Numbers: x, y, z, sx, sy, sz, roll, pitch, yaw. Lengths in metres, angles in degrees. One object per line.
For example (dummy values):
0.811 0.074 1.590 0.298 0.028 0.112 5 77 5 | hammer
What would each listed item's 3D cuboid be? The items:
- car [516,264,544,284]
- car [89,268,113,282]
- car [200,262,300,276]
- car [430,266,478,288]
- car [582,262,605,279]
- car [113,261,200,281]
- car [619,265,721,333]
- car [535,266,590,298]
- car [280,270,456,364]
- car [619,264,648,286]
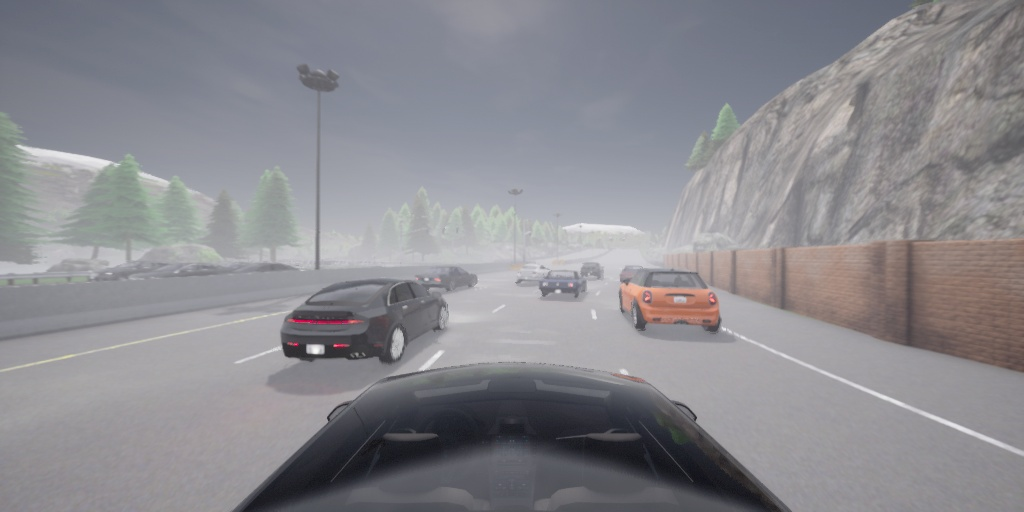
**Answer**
1.674 1.298 26.739 1.812 1.442 4.674 0 0 18 | car
-24.880 1.072 24.176 2.128 1.511 4.902 0 0 15 | car
-14.857 1.155 21.080 1.837 1.490 4.892 0 0 15 | car
-3.767 1.278 21.174 2.033 1.411 5.357 0 0 17 | car
7.441 1.322 33.380 1.837 1.490 4.892 0 0 19 | car
-18.592 1.116 20.418 2.128 1.511 4.902 0 0 13 | car
4.654 1.140 11.260 2.097 1.767 4.553 0 0 10 | car
2.821 1.378 18.963 1.895 1.301 4.718 0 0 17 | car
-2.871 1.237 8.105 1.837 1.490 4.892 0 0 6 | car
9.296 1.391 27.549 1.994 1.385 4.181 0 0 18 | car
